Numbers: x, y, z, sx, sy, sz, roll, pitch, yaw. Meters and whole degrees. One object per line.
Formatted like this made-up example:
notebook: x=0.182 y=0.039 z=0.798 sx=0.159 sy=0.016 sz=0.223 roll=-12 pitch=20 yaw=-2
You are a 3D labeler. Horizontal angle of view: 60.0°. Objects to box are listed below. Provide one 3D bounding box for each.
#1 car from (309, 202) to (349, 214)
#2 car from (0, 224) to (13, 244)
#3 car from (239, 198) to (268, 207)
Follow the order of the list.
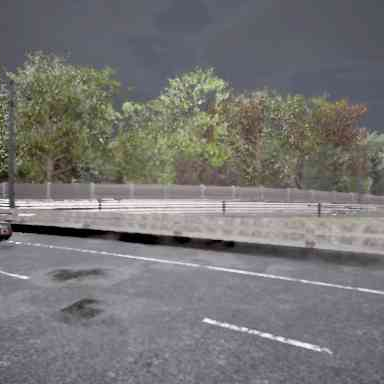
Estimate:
car: x=16.735 y=1.967 z=40.477 sx=5.357 sy=1.411 sz=2.033 roll=2 pitch=-1 yaw=-23
car: x=-9.595 y=1.559 z=13.478 sx=4.718 sy=1.301 sz=1.895 roll=0 pitch=0 yaw=27
car: x=6.328 y=1.389 z=36.113 sx=4.892 sy=1.490 sz=1.837 roll=1 pitch=0 yaw=-21
